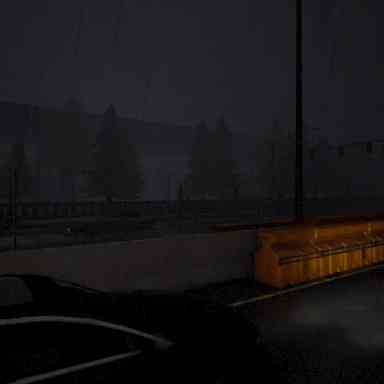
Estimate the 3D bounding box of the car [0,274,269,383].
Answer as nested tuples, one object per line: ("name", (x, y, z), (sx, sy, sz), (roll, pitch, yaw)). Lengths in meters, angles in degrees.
("car", (-1.451, 1.492, 2.710), (4.902, 1.511, 2.128), (0, 0, -36))
